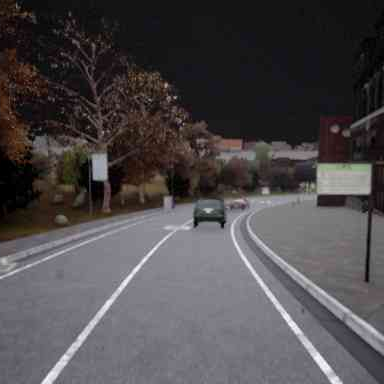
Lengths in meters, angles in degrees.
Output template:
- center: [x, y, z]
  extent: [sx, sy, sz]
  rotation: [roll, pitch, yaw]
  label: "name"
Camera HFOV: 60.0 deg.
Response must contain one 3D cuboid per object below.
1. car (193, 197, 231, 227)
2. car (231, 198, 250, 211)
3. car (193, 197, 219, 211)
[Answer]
- center: [1.441, 1.376, 24.305]
  extent: [2.150, 2.045, 5.566]
  rotation: [1, 0, 8]
  label: "car"
- center: [6.102, 1.501, 42.084]
  extent: [1.812, 1.442, 4.674]
  rotation: [2, 2, 20]
  label: "car"
- center: [1.786, 1.433, 40.945]
  extent: [1.812, 1.442, 4.674]
  rotation: [2, 2, 19]
  label: "car"
